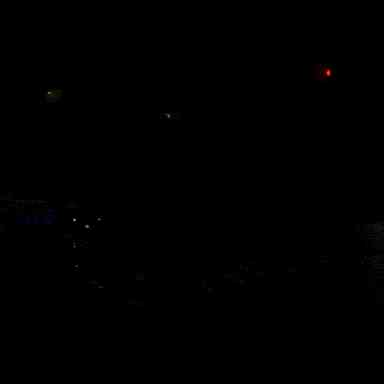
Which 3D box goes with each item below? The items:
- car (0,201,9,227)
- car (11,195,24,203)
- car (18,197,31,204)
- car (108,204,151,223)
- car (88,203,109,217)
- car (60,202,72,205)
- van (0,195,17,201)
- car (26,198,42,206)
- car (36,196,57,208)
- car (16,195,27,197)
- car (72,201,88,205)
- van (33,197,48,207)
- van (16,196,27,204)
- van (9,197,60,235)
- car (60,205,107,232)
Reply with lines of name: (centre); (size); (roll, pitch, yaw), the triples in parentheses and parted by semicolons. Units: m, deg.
car: (-12.109, 1.574, 23.184); (1.887, 1.381, 4.507); (2, -1, -35)
car: (-43.195, 1.796, 82.349); (2.192, 1.841, 5.009); (2, -1, -35)
car: (-36.847, 1.888, 73.304); (1.967, 1.590, 4.097); (2, -1, -35)
car: (-5.098, 1.835, 28.081); (1.887, 1.381, 4.507); (2, -1, -35)
car: (-8.273, 1.850, 32.603); (1.887, 1.381, 4.507); (2, -1, -35)
car: (-14.721, 1.863, 41.786); (1.752, 1.417, 4.829); (2, -1, -35)
van: (-18.450, 1.401, 32.233); (1.690, 1.788, 3.998); (2, -1, -35)
car: (-30.499, 1.967, 64.257); (2.008, 1.369, 4.403); (2, -1, -35)
car: (-24.144, 1.699, 55.217); (2.192, 1.841, 5.009); (2, -1, -35)
car: (-21.854, 1.359, 41.925); (2.150, 2.045, 5.566); (2, -1, -35)
car: (-11.448, 1.866, 37.125); (1.887, 1.381, 4.507); (2, -1, -35)
van: (-27.320, 1.741, 59.739); (1.690, 1.788, 3.998); (2, -1, -35)
van: (-40.020, 1.805, 77.827); (1.690, 1.788, 3.998); (2, -1, -35)
van: (-8.931, 1.356, 18.665); (1.690, 1.788, 3.998); (2, -1, -35)
car: (-7.376, 1.705, 21.271); (1.895, 1.301, 4.718); (2, -1, -35)
